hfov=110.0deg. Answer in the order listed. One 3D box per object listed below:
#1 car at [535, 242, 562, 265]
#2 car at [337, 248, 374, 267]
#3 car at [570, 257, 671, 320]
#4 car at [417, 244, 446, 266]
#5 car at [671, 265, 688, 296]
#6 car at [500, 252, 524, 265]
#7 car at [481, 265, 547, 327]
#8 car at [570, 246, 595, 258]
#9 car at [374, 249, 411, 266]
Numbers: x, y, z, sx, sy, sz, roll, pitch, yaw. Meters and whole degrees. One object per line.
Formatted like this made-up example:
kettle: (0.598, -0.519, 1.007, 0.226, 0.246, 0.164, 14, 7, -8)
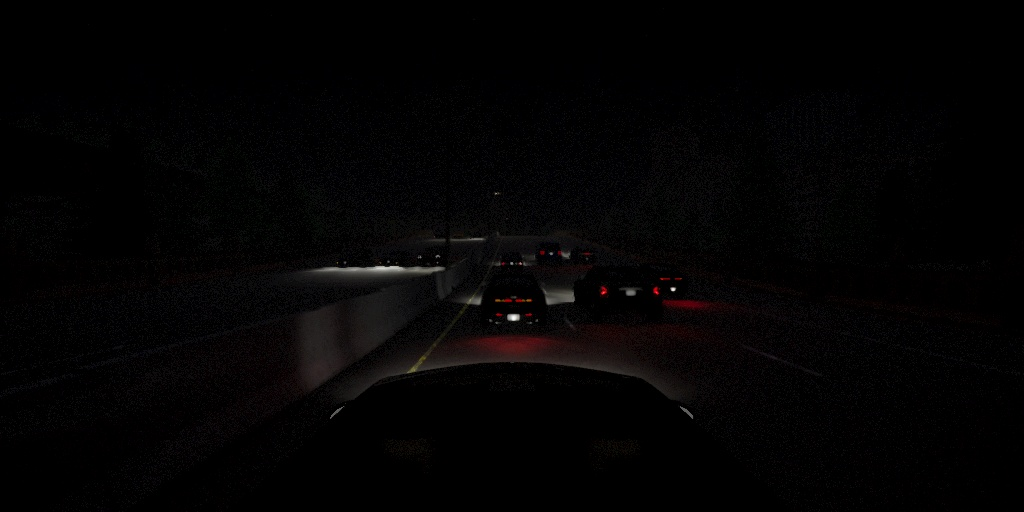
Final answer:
car: (3.476, -0.382, 34.543, 2.150, 2.045, 5.566, 0, 6, 0)
car: (-14.214, 0.062, 32.888, 1.837, 1.490, 4.892, 0, 6, 0)
car: (3.544, 1.085, 12.817, 2.097, 1.767, 4.553, 0, 1, 0)
car: (-7.214, -0.097, 32.961, 2.097, 1.767, 4.553, 0, 6, 0)
car: (7.036, 1.088, 18.075, 1.837, 1.490, 4.892, 0, 3, 0)
car: (-0.011, 0.404, 29.662, 2.033, 1.411, 5.357, 0, 5, 0)
car: (0.046, 1.263, 11.591, 1.837, 1.490, 4.892, 0, 1, 0)
car: (6.970, -0.226, 35.645, 2.128, 1.511, 4.902, 0, 6, 0)
car: (-10.715, 0.109, 33.024, 1.994, 1.385, 4.181, 0, 6, 0)
